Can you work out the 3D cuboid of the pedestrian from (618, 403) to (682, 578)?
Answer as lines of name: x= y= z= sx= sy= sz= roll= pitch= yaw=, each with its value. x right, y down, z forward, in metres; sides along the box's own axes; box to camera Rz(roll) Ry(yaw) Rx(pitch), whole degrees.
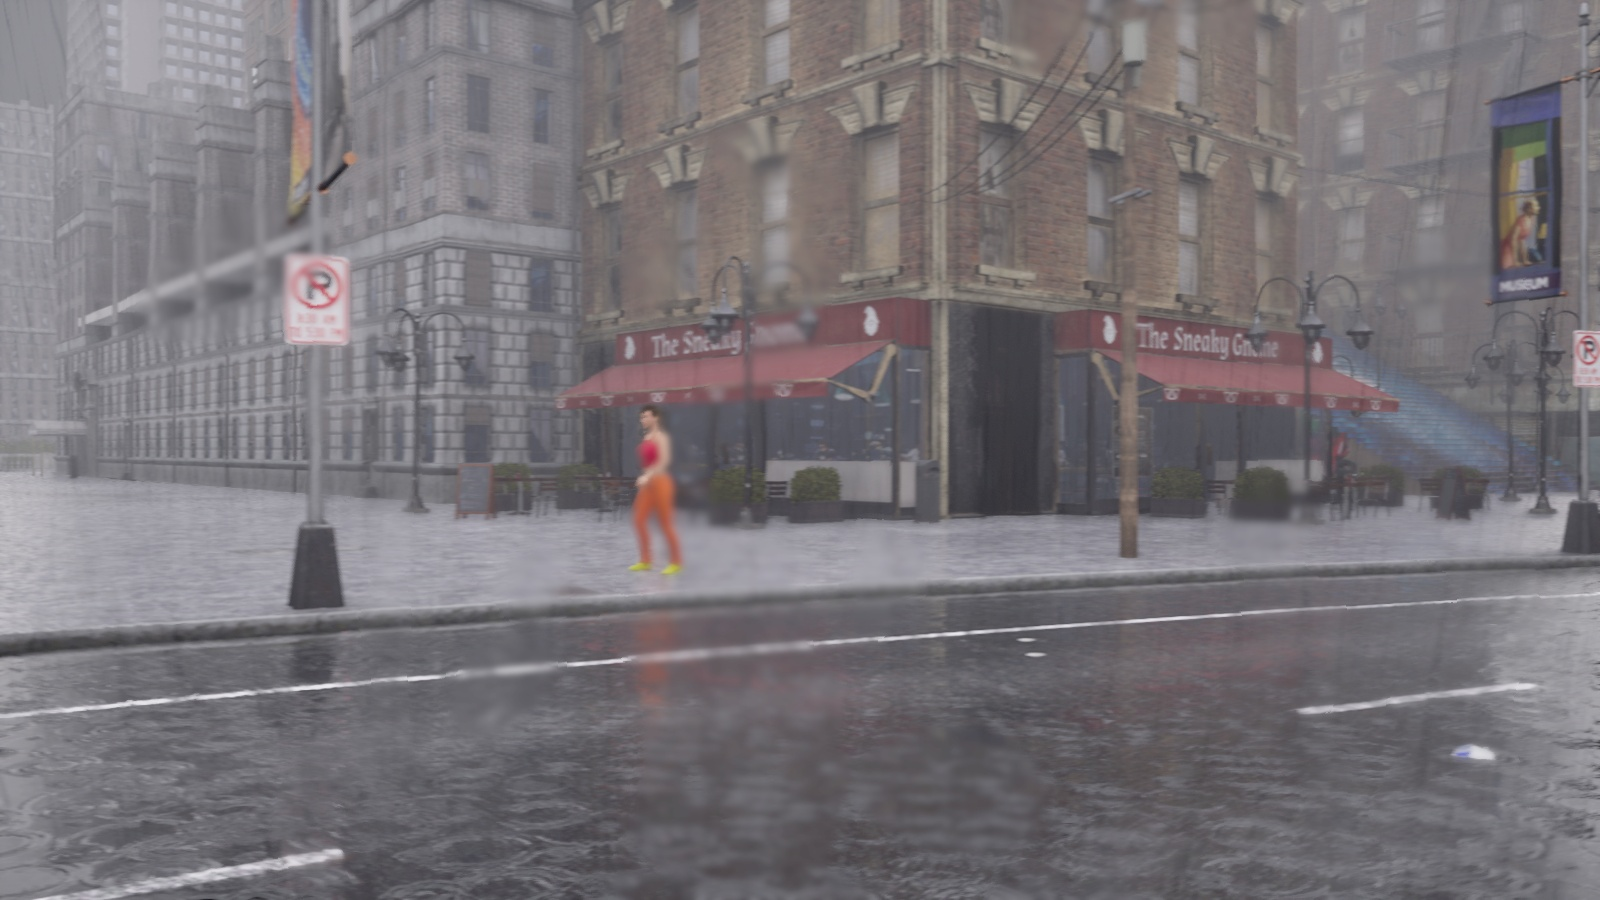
pedestrian: x=-1.610 y=0.428 z=13.503 sx=0.594 sy=1.836 sz=0.345 roll=0 pitch=0 yaw=-33
